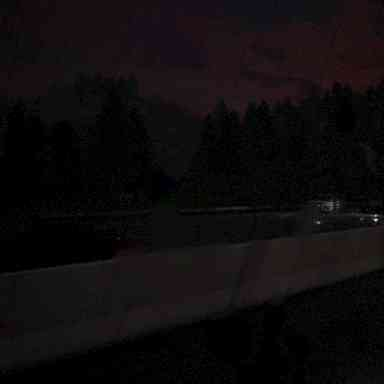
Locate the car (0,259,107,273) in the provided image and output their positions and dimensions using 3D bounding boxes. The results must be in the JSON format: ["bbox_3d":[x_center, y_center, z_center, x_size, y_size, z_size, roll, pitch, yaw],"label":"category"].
[{"bbox_3d":[-4.318,1.528,9.516,4.674,1.442,1.812,0,0,-36],"label":"car"}]
